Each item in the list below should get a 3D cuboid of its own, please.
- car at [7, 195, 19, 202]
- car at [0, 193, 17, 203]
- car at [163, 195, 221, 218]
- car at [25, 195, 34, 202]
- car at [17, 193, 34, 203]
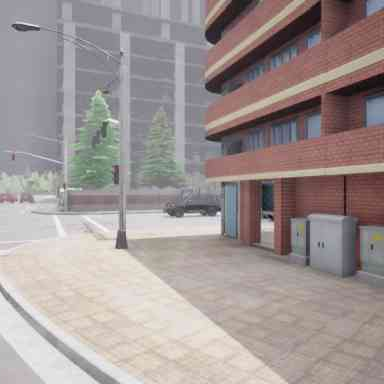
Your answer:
[{"bbox_3d":[-42.107,1.540,78.274,2.033,1.411,5.357,0,0,-23],"label":"car"},{"bbox_3d":[-37.966,1.225,68.479,2.150,2.045,5.566,0,0,-23],"label":"car"},{"bbox_3d":[0.124,1.277,31.329,5.566,2.045,2.150,0,0,-22],"label":"car"},{"bbox_3d":[-38.721,1.524,79.253,1.812,1.442,4.674,0,0,-23],"label":"car"},{"bbox_3d":[-34.599,1.225,69.503,2.150,2.045,5.566,0,0,-23],"label":"car"}]
